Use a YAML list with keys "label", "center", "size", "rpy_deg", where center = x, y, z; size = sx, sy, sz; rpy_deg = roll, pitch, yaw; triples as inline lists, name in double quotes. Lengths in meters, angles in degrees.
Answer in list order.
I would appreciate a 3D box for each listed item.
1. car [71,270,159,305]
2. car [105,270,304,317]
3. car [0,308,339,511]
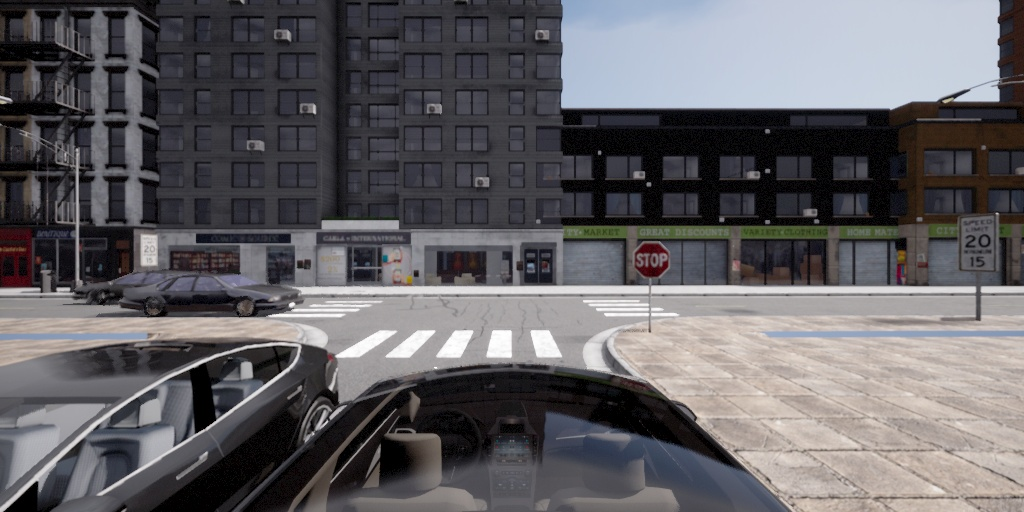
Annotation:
- label: "car"
  center: [-15.621, 1.340, 15.781]
  size: [5.357, 1.411, 2.033]
  rpy_deg: [0, 0, -4]
- label: "car"
  center: [-10.426, 1.332, 12.643]
  size: [5.357, 1.411, 2.033]
  rpy_deg: [0, 0, 0]
- label: "car"
  center: [-2.639, 1.316, 2.061]
  size: [1.948, 1.339, 4.313]
  rpy_deg: [0, 0, 0]
